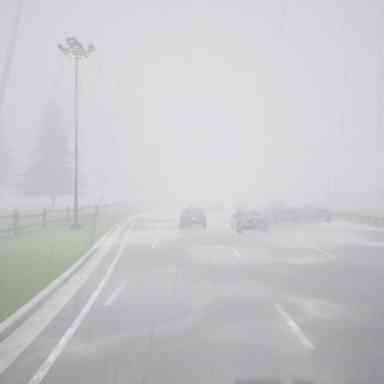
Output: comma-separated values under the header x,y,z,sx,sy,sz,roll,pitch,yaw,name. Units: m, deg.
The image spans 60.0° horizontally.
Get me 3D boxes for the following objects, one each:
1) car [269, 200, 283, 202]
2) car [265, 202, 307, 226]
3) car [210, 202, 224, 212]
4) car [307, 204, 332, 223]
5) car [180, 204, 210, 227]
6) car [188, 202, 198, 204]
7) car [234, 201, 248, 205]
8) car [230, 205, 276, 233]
x,y,z,sx,sy,sz,roll,pitch,yaw,name
10.536,1.845,42.161,2.097,1.767,4.553,0,-1,0,car
7.102,1.804,26.667,2.128,1.511,4.902,0,-1,0,car
3.603,2.140,49.197,1.994,1.385,4.181,0,-1,0,car
10.509,1.847,28.995,1.837,1.490,4.892,0,0,0,car
0.101,1.864,25.592,1.994,1.385,4.181,0,-1,0,car
0.102,2.181,49.582,1.895,1.301,4.718,0,-1,0,car
7.101,2.063,48.686,2.128,1.511,4.902,0,-1,0,car
3.601,1.800,21.488,2.033,1.411,5.357,0,-1,0,car
